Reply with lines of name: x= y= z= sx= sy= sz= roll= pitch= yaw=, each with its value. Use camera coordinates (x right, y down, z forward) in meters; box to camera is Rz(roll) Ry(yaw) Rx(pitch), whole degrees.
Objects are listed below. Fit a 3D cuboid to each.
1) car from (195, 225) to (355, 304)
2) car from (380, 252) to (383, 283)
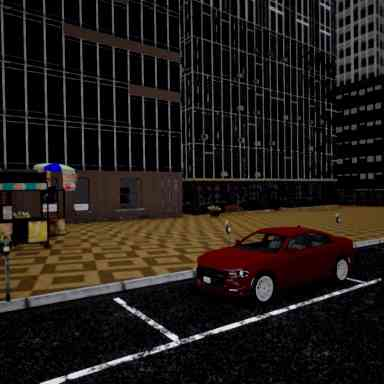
car: x=2.134 y=1.543 z=8.080 sx=4.507 sy=1.381 sz=1.887 roll=0 pitch=-1 yaw=-35
car: x=6.516 y=1.349 z=7.999 sx=4.553 sy=1.767 sz=2.097 roll=0 pitch=0 yaw=-35
